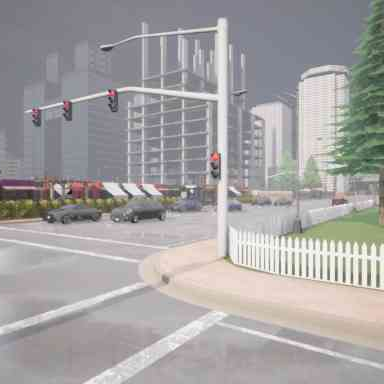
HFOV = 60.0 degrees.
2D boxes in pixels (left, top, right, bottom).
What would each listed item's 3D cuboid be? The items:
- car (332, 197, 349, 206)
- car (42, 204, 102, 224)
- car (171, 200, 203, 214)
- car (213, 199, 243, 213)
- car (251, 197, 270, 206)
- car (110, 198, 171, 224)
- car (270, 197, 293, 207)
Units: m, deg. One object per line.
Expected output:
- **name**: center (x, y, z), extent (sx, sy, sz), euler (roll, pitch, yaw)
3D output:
- **car**: center (23.959, 1.478, 53.738), extent (1.882, 1.535, 5.008), euler (0, 0, 34)
- **car**: center (-8.721, 1.564, 24.479), extent (1.994, 1.385, 4.181), euler (0, 0, 34)
- **car**: center (-0.825, 1.547, 36.166), extent (2.033, 1.411, 5.357), euler (0, 0, 34)
- **car**: center (4.116, 1.526, 37.199), extent (1.812, 1.442, 4.674), euler (0, 0, 34)
- **car**: center (11.397, 1.547, 54.082), extent (2.033, 1.411, 5.357), euler (0, 0, 34)
- **car**: center (-4.008, 1.352, 25.202), extent (2.097, 1.767, 4.553), euler (0, 0, 34)
- **car**: center (14.365, 1.560, 52.220), extent (1.837, 1.490, 4.892), euler (0, 0, 34)
